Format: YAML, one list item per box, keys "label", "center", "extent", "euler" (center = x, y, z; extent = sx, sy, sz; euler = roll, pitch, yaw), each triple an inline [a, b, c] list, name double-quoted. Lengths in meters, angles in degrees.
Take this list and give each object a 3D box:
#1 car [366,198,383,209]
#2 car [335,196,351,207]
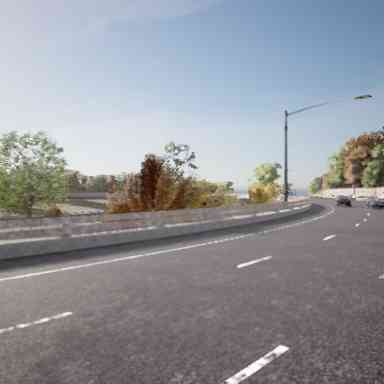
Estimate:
- label: "car"
  center: [24.520, 1.468, 44.214]
  extent: [2.033, 1.411, 5.357]
  euler: [0, 0, 21]
- label: "car"
  center: [22.997, 1.413, 50.655]
  extent: [1.837, 1.490, 4.892]
  euler: [0, -2, 18]
